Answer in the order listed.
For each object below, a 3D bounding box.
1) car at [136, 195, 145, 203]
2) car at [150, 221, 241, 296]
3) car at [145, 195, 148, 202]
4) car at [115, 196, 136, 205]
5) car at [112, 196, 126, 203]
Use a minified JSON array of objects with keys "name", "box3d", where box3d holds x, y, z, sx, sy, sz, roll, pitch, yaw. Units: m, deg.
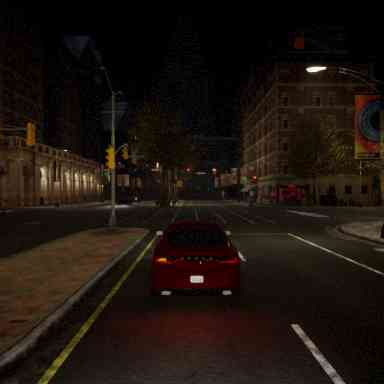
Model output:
[{"name":"car","box3d":[-11.737,1.540,68.832,2.033,1.411,5.357,0,0,0]},{"name":"car","box3d":[0.053,1.478,8.686,1.882,1.535,5.008,0,0,-1]},{"name":"car","box3d":[-11.774,1.477,79.311,1.882,1.535,5.008,0,0,0]},{"name":"car","box3d":[-11.760,1.601,58.758,1.895,1.301,4.718,0,0,0]},{"name":"car","box3d":[-14.987,1.594,68.886,1.895,1.301,4.718,0,0,0]}]
